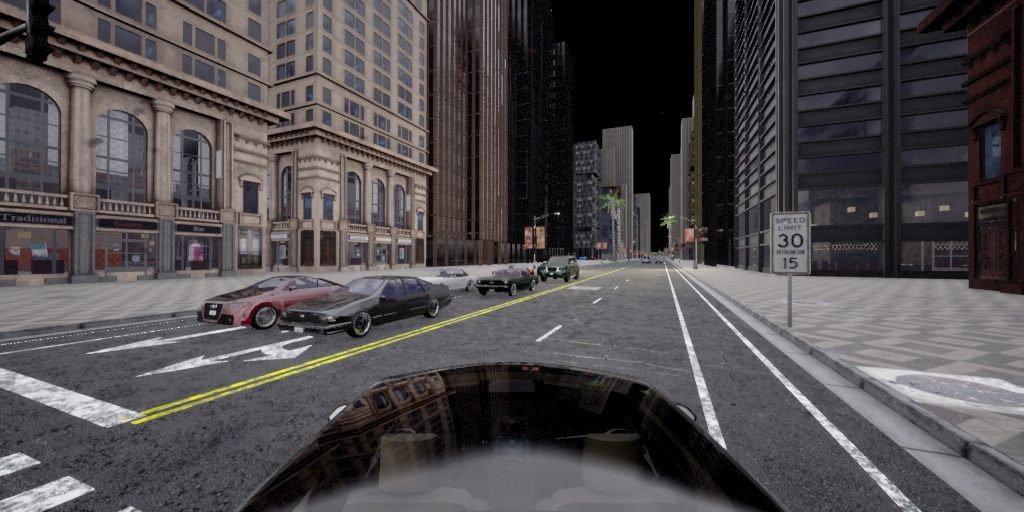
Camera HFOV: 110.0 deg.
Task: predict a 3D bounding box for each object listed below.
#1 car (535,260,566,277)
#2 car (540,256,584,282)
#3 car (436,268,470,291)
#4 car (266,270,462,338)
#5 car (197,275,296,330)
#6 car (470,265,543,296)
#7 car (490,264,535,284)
[{"bbox_3d":[4.143,1.251,37.930,1.882,1.535,5.008,0,0,23],"label":"car"},{"bbox_3d":[4.022,0.987,29.352,2.150,2.045,5.566,0,0,23],"label":"car"},{"bbox_3d":[-3.715,1.357,19.357,1.895,1.301,4.718,0,0,23],"label":"car"},{"bbox_3d":[-3.849,1.299,10.655,2.033,1.411,5.357,0,0,23],"label":"car"},{"bbox_3d":[-7.108,1.316,11.279,1.994,1.385,4.181,0,0,23],"label":"car"},{"bbox_3d":[-0.130,1.358,19.494,1.895,1.301,4.718,0,0,23],"label":"car"},{"bbox_3d":[0.149,1.365,28.538,1.895,1.301,4.718,0,0,23],"label":"car"}]
